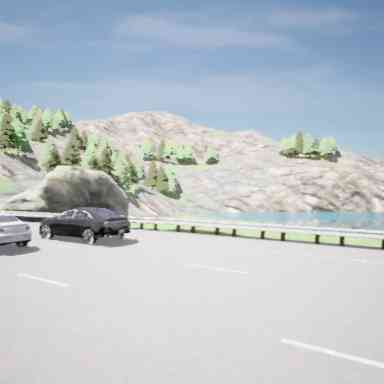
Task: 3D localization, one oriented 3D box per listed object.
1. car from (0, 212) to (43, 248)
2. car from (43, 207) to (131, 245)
[{"bbox_3d":[-8.392,1.516,13.407,4.674,1.442,1.812,0,0,31],"label":"car"},{"bbox_3d":[-5.064,1.474,15.467,4.902,1.511,2.128,0,0,32],"label":"car"}]
